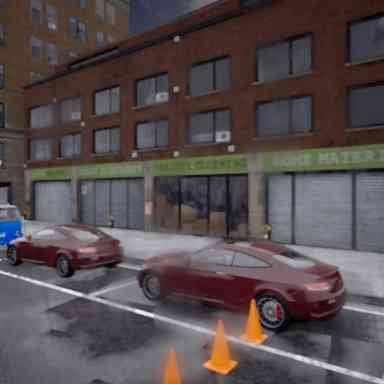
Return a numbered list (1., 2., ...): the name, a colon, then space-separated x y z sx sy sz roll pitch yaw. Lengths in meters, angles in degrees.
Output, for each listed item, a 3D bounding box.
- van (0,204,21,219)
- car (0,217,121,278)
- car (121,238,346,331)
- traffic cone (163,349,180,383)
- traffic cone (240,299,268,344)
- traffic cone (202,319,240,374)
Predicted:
1. van: -8.437 1.356 13.246 3.998 1.788 1.690 0 0 36
2. car: -3.833 1.592 9.952 4.206 1.307 1.802 0 0 36
3. car: 0.771 1.586 6.658 4.206 1.307 1.802 0 0 36
4. traffic cone: -0.216 1.958 3.514 0.340 0.580 0.340 0 0 36
5. traffic cone: 0.948 1.958 5.141 0.340 0.580 0.340 0 0 36
6. traffic cone: 0.366 1.958 4.327 0.340 0.580 0.340 0 0 36
